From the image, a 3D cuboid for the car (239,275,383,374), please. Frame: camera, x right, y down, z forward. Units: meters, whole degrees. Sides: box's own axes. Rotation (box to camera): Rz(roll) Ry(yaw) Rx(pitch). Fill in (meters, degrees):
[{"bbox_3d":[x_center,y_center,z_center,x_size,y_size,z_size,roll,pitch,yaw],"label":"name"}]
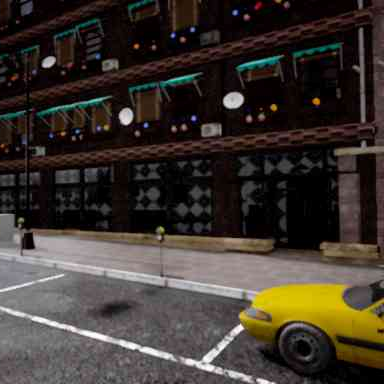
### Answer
[{"bbox_3d":[3.030,1.593,4.192,4.829,1.417,1.752,0,-2,28],"label":"car"}]
